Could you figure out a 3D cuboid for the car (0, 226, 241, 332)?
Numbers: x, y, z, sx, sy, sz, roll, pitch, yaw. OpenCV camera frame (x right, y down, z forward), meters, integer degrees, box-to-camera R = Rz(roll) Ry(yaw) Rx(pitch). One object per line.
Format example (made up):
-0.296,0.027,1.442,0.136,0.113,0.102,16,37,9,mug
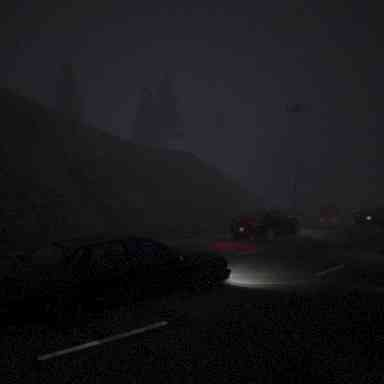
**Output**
-1.595,1.588,6.963,5.357,1.411,2.033,1,0,-41,car

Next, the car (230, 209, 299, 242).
3.939,1.628,17.501,1.882,1.535,5.008,1,0,41,car

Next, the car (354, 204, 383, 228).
13.417,1.826,25.011,1.994,1.385,4.181,0,0,31,car

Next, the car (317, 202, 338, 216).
15.458,1.893,37.899,1.812,1.442,4.674,1,0,19,car

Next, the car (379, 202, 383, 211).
28.520,2.115,47.234,1.895,1.301,4.718,0,0,10,car
